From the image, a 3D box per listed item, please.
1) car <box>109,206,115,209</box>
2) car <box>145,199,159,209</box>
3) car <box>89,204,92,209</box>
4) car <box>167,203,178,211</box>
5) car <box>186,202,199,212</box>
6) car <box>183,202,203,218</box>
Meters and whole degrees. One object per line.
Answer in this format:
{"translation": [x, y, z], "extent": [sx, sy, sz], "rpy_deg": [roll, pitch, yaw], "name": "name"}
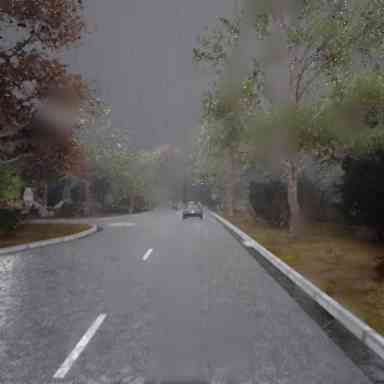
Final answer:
{"translation": [-14.494, 2.777, 67.416], "extent": [5.357, 1.411, 2.033], "rpy_deg": [0, -2, 5], "name": "car"}
{"translation": [-9.663, 2.565, 69.830], "extent": [5.566, 2.045, 2.150], "rpy_deg": [-1, -2, 17], "name": "car"}
{"translation": [-23.367, 2.900, 70.435], "extent": [4.181, 1.385, 1.994], "rpy_deg": [0, -2, 0], "name": "car"}
{"translation": [-3.260, 2.473, 55.710], "extent": [1.895, 1.301, 4.718], "rpy_deg": [0, -1, -3], "name": "car"}
{"translation": [0.019, 2.308, 52.893], "extent": [1.837, 1.490, 4.892], "rpy_deg": [0, -1, -2], "name": "car"}
{"translation": [0.086, 1.910, 34.038], "extent": [1.994, 1.385, 4.181], "rpy_deg": [0, -1, 0], "name": "car"}
